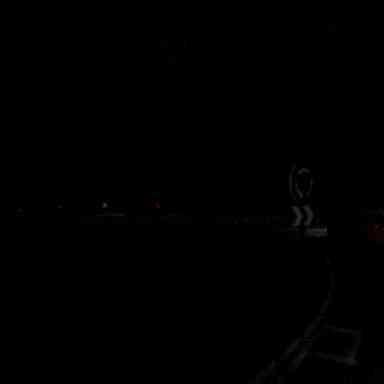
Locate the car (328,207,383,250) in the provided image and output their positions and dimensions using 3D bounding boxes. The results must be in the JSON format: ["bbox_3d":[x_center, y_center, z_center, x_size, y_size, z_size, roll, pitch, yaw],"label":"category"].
[{"bbox_3d":[7.267,1.365,13.714,1.882,1.535,5.008,0,1,3],"label":"car"}]

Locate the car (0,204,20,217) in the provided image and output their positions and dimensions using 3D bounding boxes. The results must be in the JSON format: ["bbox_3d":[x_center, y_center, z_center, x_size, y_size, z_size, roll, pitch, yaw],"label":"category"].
[{"bbox_3d":[-19.919,1.915,33.330,4.718,1.301,1.895,-1,0,-23],"label":"car"}]

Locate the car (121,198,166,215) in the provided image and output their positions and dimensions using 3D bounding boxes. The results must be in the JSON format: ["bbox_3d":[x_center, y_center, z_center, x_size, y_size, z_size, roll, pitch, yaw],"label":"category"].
[{"bbox_3d":[-5.058,1.459,34.395,4.553,1.767,2.097,-1,0,18],"label":"car"}]
